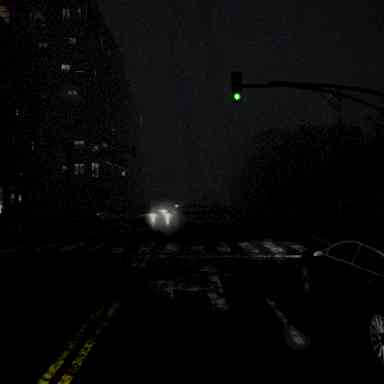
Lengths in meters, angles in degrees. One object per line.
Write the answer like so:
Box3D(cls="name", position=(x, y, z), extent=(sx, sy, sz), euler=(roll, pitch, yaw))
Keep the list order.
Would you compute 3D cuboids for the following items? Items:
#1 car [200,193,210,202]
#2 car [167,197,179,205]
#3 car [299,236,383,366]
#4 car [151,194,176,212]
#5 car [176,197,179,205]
Box3D(cls="car", position=(3.111, 1.280, 78.180), extent=(2.150, 2.045, 5.566), euler=(0, 0, 0))
Box3D(cls="car", position=(-3.425, 1.602, 61.985), extent=(1.994, 1.385, 4.181), euler=(0, 0, 0))
Box3D(cls="car", position=(3.340, 1.493, 5.660), extent=(2.128, 1.511, 4.902), euler=(0, 0, 0))
Box3D(cls="car", position=(-3.418, 1.238, 38.522), extent=(2.150, 2.045, 5.566), euler=(0, 0, 0))
Box3D(cls="car", position=(-3.434, 1.516, 48.798), extent=(2.128, 1.511, 4.902), euler=(0, 0, 0))
